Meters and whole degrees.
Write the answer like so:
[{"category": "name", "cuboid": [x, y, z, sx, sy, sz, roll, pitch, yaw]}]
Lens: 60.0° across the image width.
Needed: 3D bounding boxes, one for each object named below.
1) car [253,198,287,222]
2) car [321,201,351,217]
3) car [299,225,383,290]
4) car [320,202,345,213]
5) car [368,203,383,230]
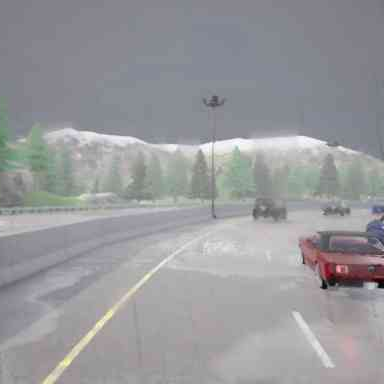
[{"category": "car", "cuboid": [7.195, 1.573, 30.427, 2.150, 2.045, 5.566, 0, -1, 26]}, {"category": "car", "cuboid": [17.171, 1.888, 39.130, 2.097, 1.767, 4.553, 0, -1, 37]}, {"category": "car", "cuboid": [4.208, 1.730, 9.290, 1.895, 1.301, 4.718, 0, -1, 10]}, {"category": "car", "cuboid": [20.708, 2.187, 48.937, 4.674, 1.442, 1.812, 1, -1, -45]}, {"category": "car", "cuboid": [9.194, 1.580, 14.415, 2.097, 1.767, 4.553, 1, 0, 14]}]
